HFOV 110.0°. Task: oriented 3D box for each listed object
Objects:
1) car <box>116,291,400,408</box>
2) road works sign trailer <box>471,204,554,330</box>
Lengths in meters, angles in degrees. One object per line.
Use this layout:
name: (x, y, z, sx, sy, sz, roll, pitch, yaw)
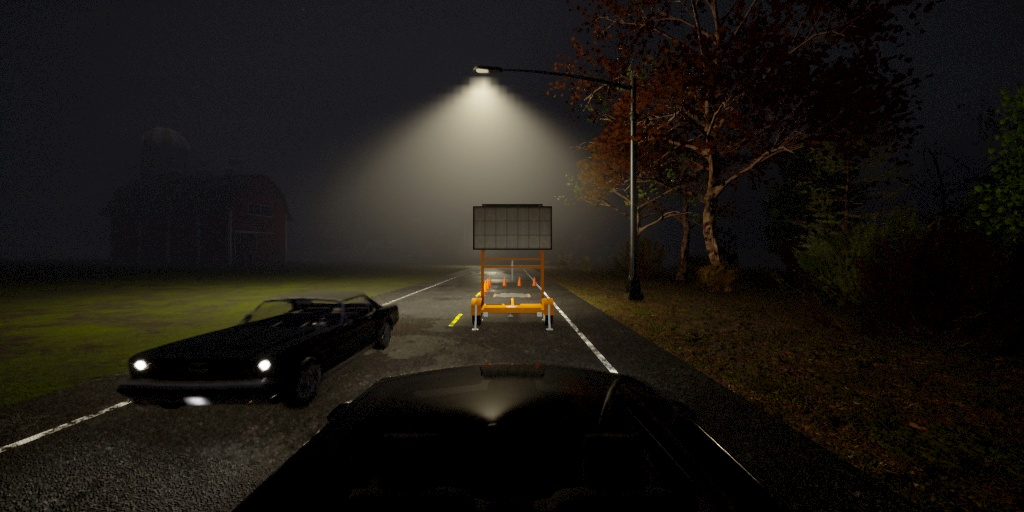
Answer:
car: (-3.599, 1.350, 6.307, 1.895, 1.301, 4.718, 0, 0, 0)
road works sign trailer: (0.012, 0.212, 11.053, 2.380, 3.560, 2.880, 0, 0, 0)
